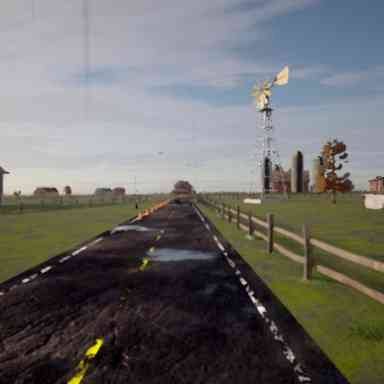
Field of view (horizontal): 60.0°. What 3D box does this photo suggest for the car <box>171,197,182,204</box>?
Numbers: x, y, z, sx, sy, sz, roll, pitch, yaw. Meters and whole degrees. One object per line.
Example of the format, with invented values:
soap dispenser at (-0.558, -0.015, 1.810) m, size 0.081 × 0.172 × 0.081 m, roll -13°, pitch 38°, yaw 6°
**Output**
car at (-2.865, 1.582, 63.645) m, size 1.994 × 1.385 × 4.181 m, roll 0°, pitch 0°, yaw -1°
